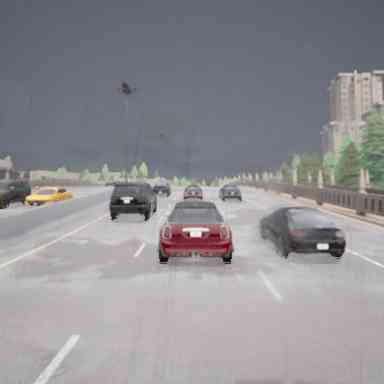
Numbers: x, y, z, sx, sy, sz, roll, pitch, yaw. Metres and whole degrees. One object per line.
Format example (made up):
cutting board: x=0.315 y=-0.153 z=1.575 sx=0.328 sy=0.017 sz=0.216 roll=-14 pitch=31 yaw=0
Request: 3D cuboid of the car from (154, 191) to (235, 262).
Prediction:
car: x=0.103 y=1.061 z=11.135 sx=2.097 sy=1.767 sz=4.553 roll=0 pitch=3 yaw=0

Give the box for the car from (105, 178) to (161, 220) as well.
car: x=-3.394 y=0.424 z=20.005 sx=2.150 sy=2.045 sz=5.566 roll=0 pitch=3 yaw=0

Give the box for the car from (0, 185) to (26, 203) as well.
car: x=-17.584 y=0.107 z=31.107 sx=1.994 sy=1.385 sz=4.181 roll=0 pitch=3 yaw=0

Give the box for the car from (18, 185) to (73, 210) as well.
car: x=-10.591 y=0.389 z=24.922 sx=1.882 sy=1.535 sz=5.008 roll=0 pitch=3 yaw=0

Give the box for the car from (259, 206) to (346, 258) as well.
car: x=3.603 y=1.221 z=11.448 sx=1.812 sy=1.442 sz=4.674 roll=0 pitch=3 yaw=0

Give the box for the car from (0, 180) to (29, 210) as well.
car: x=-14.092 y=0.132 z=24.910 sx=2.150 sy=2.045 sz=5.566 roll=0 pitch=3 yaw=0

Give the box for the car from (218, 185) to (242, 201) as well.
car: x=3.615 y=0.042 z=31.941 sx=2.033 sy=1.411 sz=5.357 roll=0 pitch=3 yaw=0

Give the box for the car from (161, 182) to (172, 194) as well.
car: x=-3.389 y=-0.361 z=37.989 sx=1.837 sy=1.490 sz=4.892 roll=0 pitch=4 yaw=0

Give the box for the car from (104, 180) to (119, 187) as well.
car: x=-17.479 y=-1.796 z=72.204 sx=2.033 sy=1.411 sz=5.357 roll=0 pitch=0 yaw=0

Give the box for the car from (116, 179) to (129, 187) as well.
car: x=-13.981 y=-1.789 z=67.095 sx=1.812 sy=1.442 sz=4.674 roll=0 pitch=1 yaw=0

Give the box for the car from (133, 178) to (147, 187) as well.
car: x=-10.482 y=-1.958 z=67.207 sx=2.097 sy=1.767 sz=4.553 roll=0 pitch=1 yaw=0

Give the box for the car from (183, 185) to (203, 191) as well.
car: x=0.109 y=0.044 z=31.903 sx=2.033 sy=1.411 sz=5.357 roll=0 pitch=3 yaw=0
